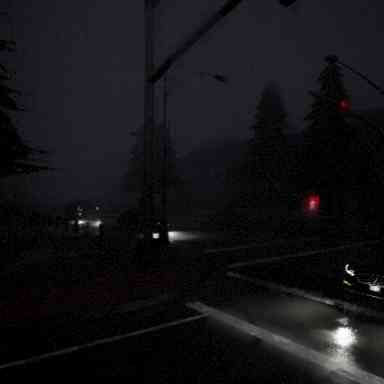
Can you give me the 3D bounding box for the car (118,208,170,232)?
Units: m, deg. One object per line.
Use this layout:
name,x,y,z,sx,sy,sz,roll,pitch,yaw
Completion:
car,-3.197,1.710,21.629,1.994,1.385,4.181,1,-1,-37

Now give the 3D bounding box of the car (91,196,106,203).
car,-20.783,1.732,73.767,1.845,1.501,3.633,1,-1,-37

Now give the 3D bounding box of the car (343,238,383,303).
car,5.482,1.630,7.787,4.892,1.490,1.837,1,-1,-36

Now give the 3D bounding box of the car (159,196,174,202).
car,-5.796,1.702,84.759,1.932,1.855,4.605,1,-1,-37

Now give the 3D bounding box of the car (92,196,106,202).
car,-22.826,1.781,81.498,1.970,1.475,3.806,1,-1,-37

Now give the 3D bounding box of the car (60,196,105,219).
car,-10.244,1.496,30.930,2.097,1.767,4.553,1,-1,-37
